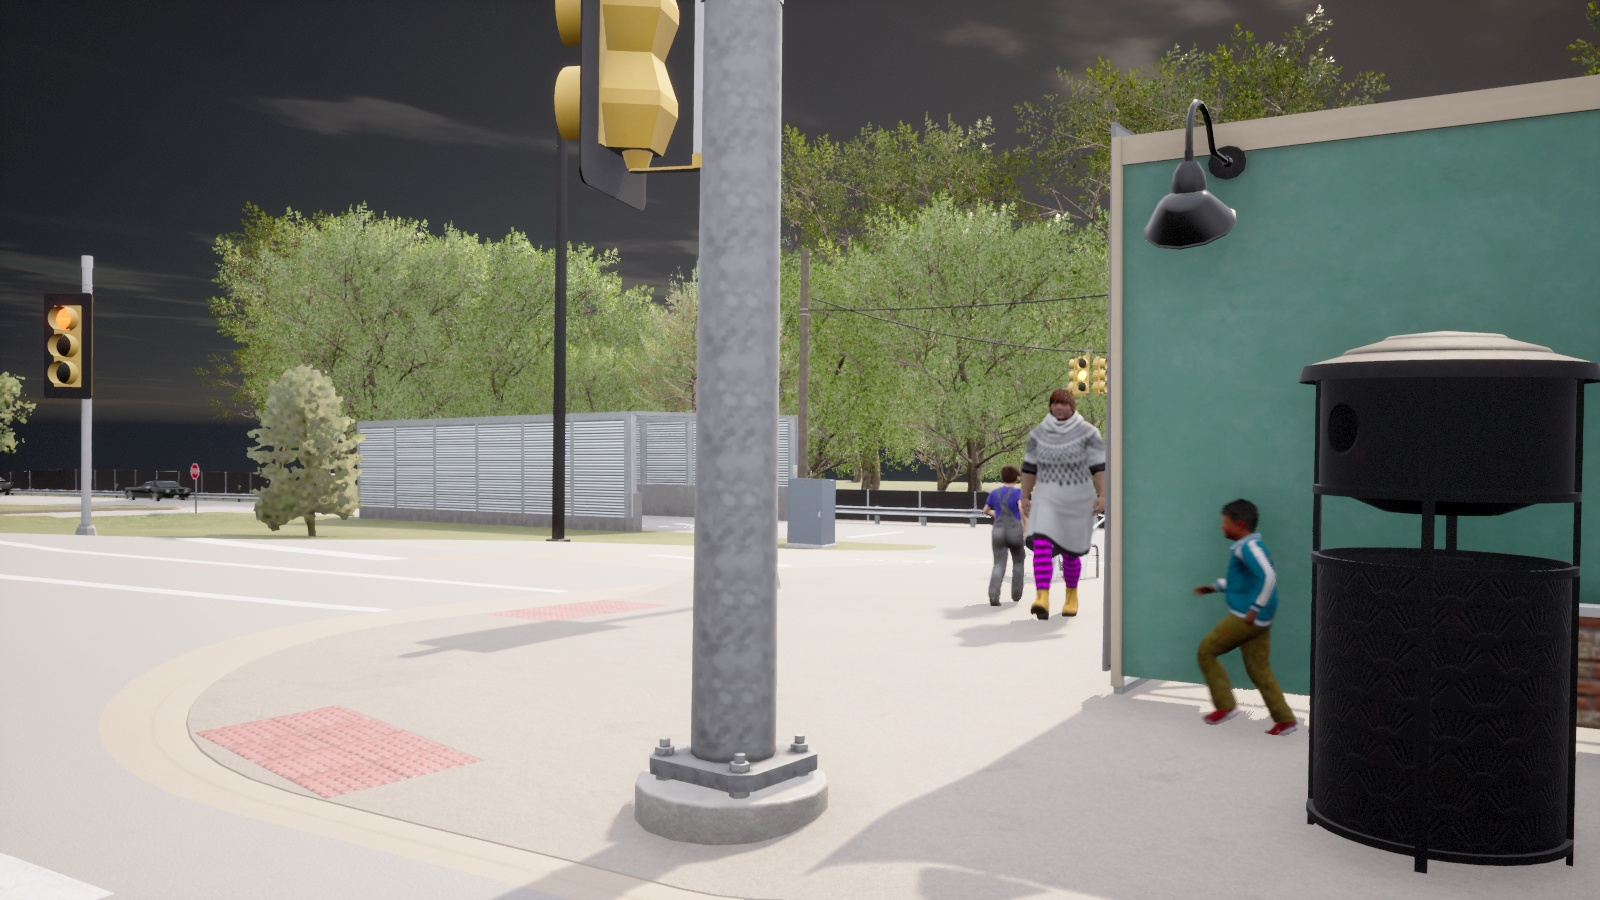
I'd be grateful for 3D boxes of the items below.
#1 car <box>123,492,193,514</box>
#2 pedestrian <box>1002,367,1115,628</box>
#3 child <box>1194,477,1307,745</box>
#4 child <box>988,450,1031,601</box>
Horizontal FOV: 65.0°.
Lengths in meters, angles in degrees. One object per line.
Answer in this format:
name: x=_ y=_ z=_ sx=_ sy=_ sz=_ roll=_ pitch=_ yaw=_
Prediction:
car: x=-40.903 y=3.355 z=79.964 sx=4.718 sy=1.301 sz=1.895 roll=-1 pitch=0 yaw=33
pedestrian: x=2.054 y=0.349 z=9.905 sx=0.659 sy=1.952 sz=0.873 roll=0 pitch=1 yaw=27
child: x=2.127 y=0.732 z=5.925 sx=0.448 sy=1.192 sz=0.343 roll=0 pitch=1 yaw=29
child: x=1.800 y=0.636 z=10.790 sx=0.270 sy=1.263 sz=0.437 roll=0 pitch=1 yaw=22
